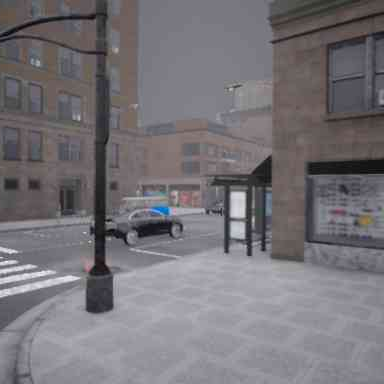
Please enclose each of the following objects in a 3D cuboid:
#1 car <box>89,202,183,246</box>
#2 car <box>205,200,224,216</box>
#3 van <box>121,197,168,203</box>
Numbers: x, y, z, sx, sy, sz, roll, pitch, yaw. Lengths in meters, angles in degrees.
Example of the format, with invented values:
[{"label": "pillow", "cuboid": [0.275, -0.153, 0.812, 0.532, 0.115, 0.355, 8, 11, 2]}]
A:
[{"label": "car", "cuboid": [-2.356, 1.449, 15.290, 2.128, 1.511, 4.902, 1, 0, 36]}, {"label": "car", "cuboid": [2.994, 1.482, 31.943, 1.947, 1.339, 4.313, 1, 0, 36]}, {"label": "van", "cuboid": [-3.334, 1.250, 23.175, 1.690, 1.788, 3.998, 1, 0, 36]}]
